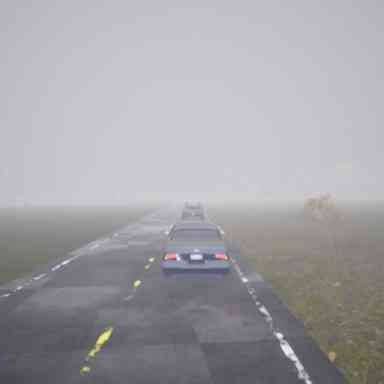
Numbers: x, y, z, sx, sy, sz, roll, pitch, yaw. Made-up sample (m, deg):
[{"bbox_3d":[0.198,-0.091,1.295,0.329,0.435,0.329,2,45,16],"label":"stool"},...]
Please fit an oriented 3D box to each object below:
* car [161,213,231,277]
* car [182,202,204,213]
[{"bbox_3d":[0.097,1.604,10.401,2.033,1.411,5.357,0,0,0],"label":"car"},{"bbox_3d":[0.093,1.656,29.925,2.128,1.511,4.902,0,0,0],"label":"car"}]
